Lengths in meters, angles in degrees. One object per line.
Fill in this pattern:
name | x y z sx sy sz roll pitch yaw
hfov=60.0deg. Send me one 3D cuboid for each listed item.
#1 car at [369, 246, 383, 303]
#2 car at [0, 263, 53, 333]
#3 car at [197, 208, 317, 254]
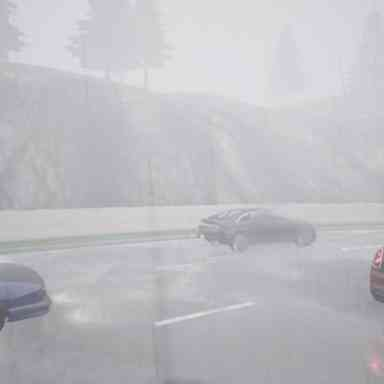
car | 5.666 1.297 6.332 4.553 1.767 2.097 0 1 -25
car | -4.877 1.495 4.489 5.357 1.411 2.033 0 1 -36
car | 2.579 1.370 12.859 4.902 1.511 2.128 0 0 -24
